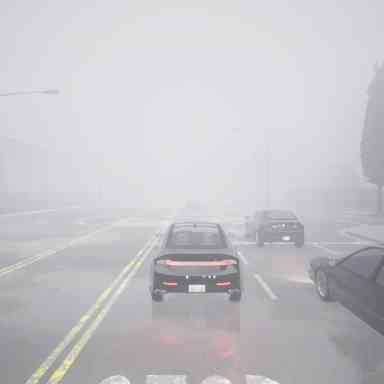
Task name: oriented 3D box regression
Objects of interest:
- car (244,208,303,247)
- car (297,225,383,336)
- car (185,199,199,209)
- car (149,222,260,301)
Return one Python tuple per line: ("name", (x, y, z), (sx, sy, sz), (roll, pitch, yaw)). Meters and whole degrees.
("car", (3.566, 1.505, 15.002), (1.837, 1.490, 4.892), (0, 0, 0))
("car", (3.589, 1.547, 5.256), (2.033, 1.411, 5.357), (0, 0, 0))
("car", (0.005, 1.601, 44.120), (1.895, 1.301, 4.718), (0, 0, 0))
("car", (0.082, 1.492, 8.302), (2.128, 1.511, 4.902), (0, 0, 0))
